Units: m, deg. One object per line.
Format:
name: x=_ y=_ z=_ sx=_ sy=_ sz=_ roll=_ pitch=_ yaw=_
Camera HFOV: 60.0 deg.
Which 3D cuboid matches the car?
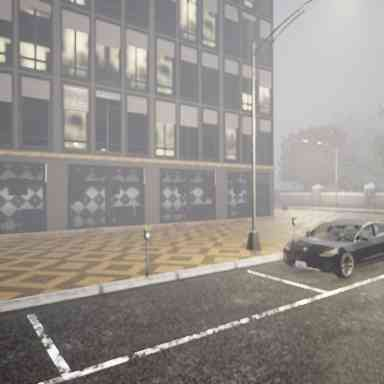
car: x=4.610 y=1.502 z=9.918 sx=4.313 sy=1.339 sz=1.947 roll=0 pitch=1 yaw=-35
